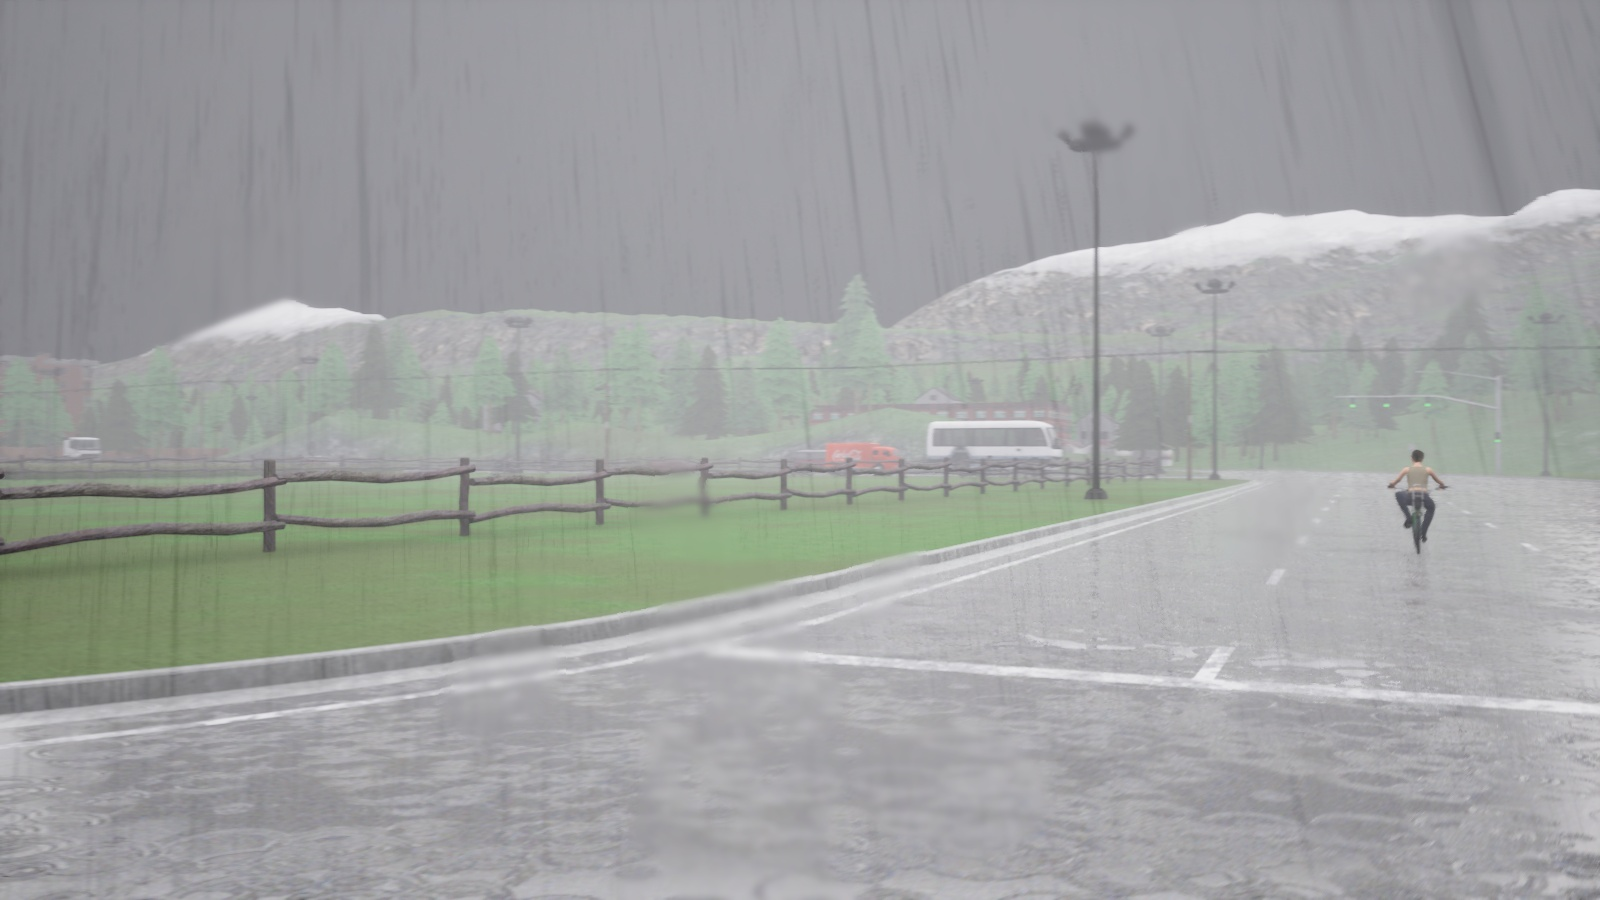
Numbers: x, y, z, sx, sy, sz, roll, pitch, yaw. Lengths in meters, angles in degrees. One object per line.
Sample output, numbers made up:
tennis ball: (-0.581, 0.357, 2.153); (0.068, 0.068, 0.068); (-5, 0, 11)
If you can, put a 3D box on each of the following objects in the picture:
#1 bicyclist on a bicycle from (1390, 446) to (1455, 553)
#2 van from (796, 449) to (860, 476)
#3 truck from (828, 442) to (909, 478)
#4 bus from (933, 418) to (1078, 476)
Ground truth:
bicyclist on a bicycle: (9.779, 0.756, 19.775); (0.866, 1.612, 1.509); (0, 0, 25)
van: (2.129, 0.968, 94.592); (4.442, 1.987, 1.775); (0, 0, 24)
truck: (4.905, 0.694, 89.535); (5.204, 2.467, 2.627); (0, 0, 23)
bus: (15.760, -0.188, 96.223); (10.273, 4.253, 3.944); (0, 0, 24)
